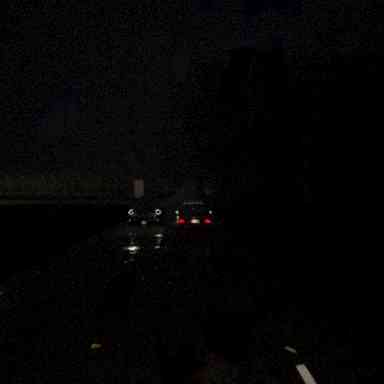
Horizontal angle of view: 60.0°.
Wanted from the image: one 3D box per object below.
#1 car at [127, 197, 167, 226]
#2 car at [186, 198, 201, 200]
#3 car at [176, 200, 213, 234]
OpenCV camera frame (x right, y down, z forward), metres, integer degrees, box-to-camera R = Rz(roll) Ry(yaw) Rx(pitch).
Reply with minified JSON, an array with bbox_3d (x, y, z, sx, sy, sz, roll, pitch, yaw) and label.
[{"bbox_3d":[-2.740,1.133,21.160,2.097,1.767,4.553,0,1,0],"label":"car"},{"bbox_3d":[0.116,1.213,33.322,1.895,1.301,4.718,0,1,0],"label":"car"},{"bbox_3d":[0.105,1.369,17.759,2.033,1.411,5.357,0,1,0],"label":"car"}]
